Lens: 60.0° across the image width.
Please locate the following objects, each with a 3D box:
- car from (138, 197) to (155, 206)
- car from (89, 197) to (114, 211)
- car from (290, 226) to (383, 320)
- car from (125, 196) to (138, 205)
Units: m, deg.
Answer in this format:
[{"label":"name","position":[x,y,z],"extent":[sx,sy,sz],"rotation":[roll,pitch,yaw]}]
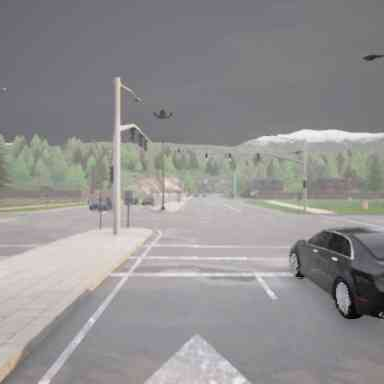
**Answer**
[{"label":"car","position":[-7.370,1.566,56.050],"extent":[1.837,1.490,4.892],"rotation":[0,0,1]},{"label":"car","position":[-11.044,1.398,40.768],"extent":[2.097,1.767,4.553],"rotation":[0,0,1]},{"label":"car","position":[3.607,1.513,7.315],"extent":[1.837,1.490,4.892],"rotation":[0,0,0]},{"label":"car","position":[-10.761,1.560,60.315],"extent":[2.128,1.511,4.902],"rotation":[0,0,1]}]
